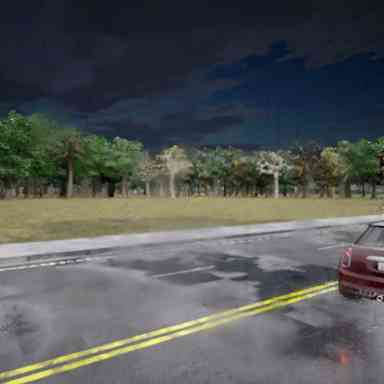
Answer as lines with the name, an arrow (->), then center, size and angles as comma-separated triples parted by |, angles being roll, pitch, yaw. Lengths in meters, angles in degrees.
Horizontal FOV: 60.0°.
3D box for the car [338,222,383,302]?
car -> 5.197, 1.361, 7.146 | 4.553, 1.767, 2.097 | 0, 0, -36
